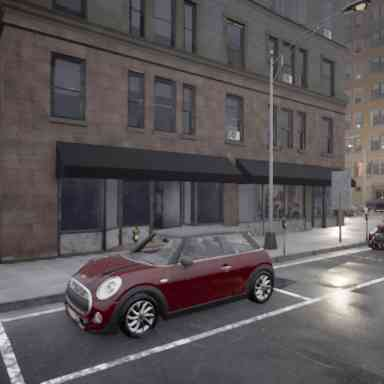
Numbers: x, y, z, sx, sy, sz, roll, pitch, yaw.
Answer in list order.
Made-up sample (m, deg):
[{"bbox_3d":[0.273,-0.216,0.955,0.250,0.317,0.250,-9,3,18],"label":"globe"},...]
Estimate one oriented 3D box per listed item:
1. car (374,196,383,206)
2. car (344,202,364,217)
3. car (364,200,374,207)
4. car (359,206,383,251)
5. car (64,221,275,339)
[{"bbox_3d":[20.997,1.273,34.672,2.150,2.045,5.566,1,0,-36],"label":"car"},{"bbox_3d":[12.334,1.300,29.669,2.097,1.767,4.553,1,0,-36],"label":"car"},{"bbox_3d":[14.435,1.468,32.308,2.128,1.511,4.902,1,0,-36],"label":"car"},{"bbox_3d":[8.622,1.470,12.938,4.097,1.590,1.967,0,0,-36],"label":"car"},{"bbox_3d":[-0.310,1.447,6.541,4.097,1.590,1.967,0,0,-36],"label":"car"}]
